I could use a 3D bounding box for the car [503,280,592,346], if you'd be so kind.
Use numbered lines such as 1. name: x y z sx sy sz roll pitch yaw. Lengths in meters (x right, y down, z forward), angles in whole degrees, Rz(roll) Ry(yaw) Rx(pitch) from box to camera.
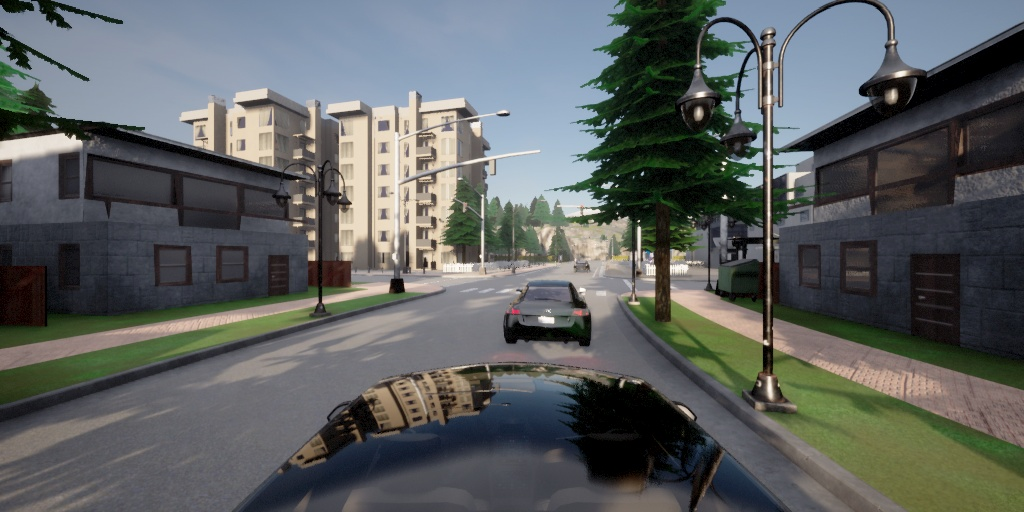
1. car: 1.011 1.314 9.488 1.994 1.385 4.181 0 0 9

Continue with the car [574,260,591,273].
1. car: 8.802 1.276 45.010 2.128 1.511 4.902 0 0 14
